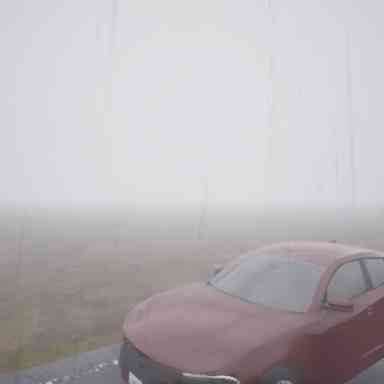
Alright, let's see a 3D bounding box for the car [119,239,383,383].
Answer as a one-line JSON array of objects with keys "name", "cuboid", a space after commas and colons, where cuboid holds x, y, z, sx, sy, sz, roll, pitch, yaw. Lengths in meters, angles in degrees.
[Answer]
[{"name": "car", "cuboid": [1.488, 1.478, 4.542, 5.008, 1.535, 1.882, 0, 0, -37]}]
